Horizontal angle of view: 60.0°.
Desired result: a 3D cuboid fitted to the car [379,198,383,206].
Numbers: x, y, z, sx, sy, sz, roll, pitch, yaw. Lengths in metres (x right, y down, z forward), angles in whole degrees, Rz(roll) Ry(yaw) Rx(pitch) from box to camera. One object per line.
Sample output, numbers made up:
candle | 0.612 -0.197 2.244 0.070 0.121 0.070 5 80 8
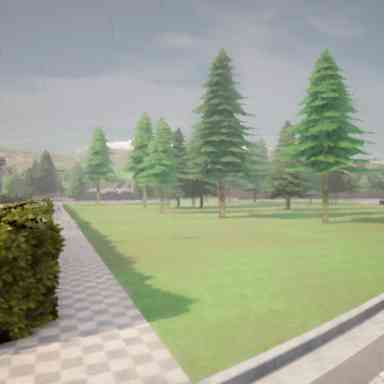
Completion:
car | 36.972 1.880 63.278 2.128 1.511 4.902 0 0 18
